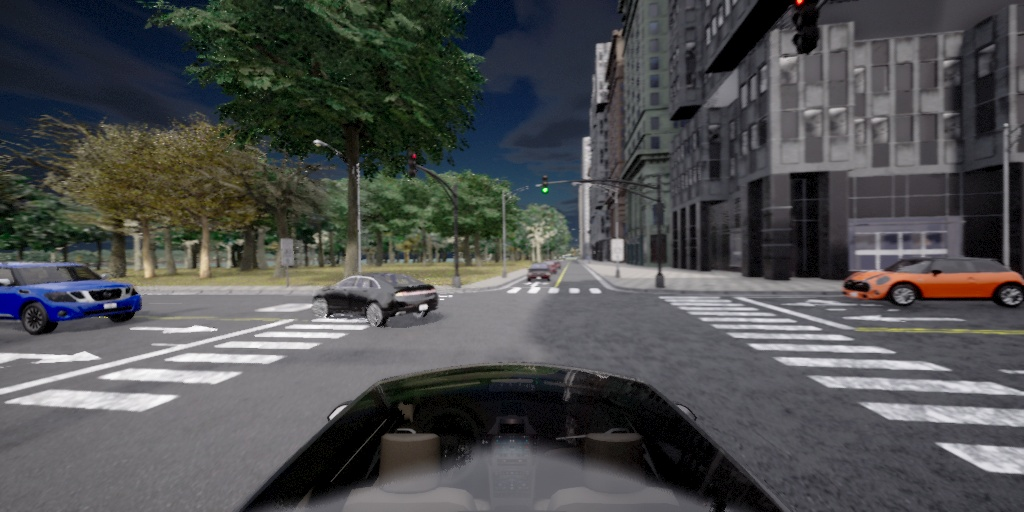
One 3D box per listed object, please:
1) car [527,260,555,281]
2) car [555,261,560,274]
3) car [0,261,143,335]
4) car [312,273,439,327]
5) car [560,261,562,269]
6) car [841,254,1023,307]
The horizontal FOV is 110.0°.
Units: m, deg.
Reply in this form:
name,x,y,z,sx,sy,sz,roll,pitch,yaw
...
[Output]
name,x,y,z,sx,sy,sz,roll,pitch,yaw
car,2.273,1.255,29.451,2.033,1.411,5.357,-1,0,6
car,3.981,1.210,39.330,1.812,1.442,4.674,-1,0,10
car,-14.873,1.194,11.292,5.566,2.045,2.150,-1,1,9
car,-4.580,1.296,11.696,4.902,1.511,2.128,-1,0,34
car,6.133,1.231,51.876,1.994,1.385,4.181,-1,0,10
car,15.067,0.831,13.106,4.553,1.767,2.097,-1,1,10
